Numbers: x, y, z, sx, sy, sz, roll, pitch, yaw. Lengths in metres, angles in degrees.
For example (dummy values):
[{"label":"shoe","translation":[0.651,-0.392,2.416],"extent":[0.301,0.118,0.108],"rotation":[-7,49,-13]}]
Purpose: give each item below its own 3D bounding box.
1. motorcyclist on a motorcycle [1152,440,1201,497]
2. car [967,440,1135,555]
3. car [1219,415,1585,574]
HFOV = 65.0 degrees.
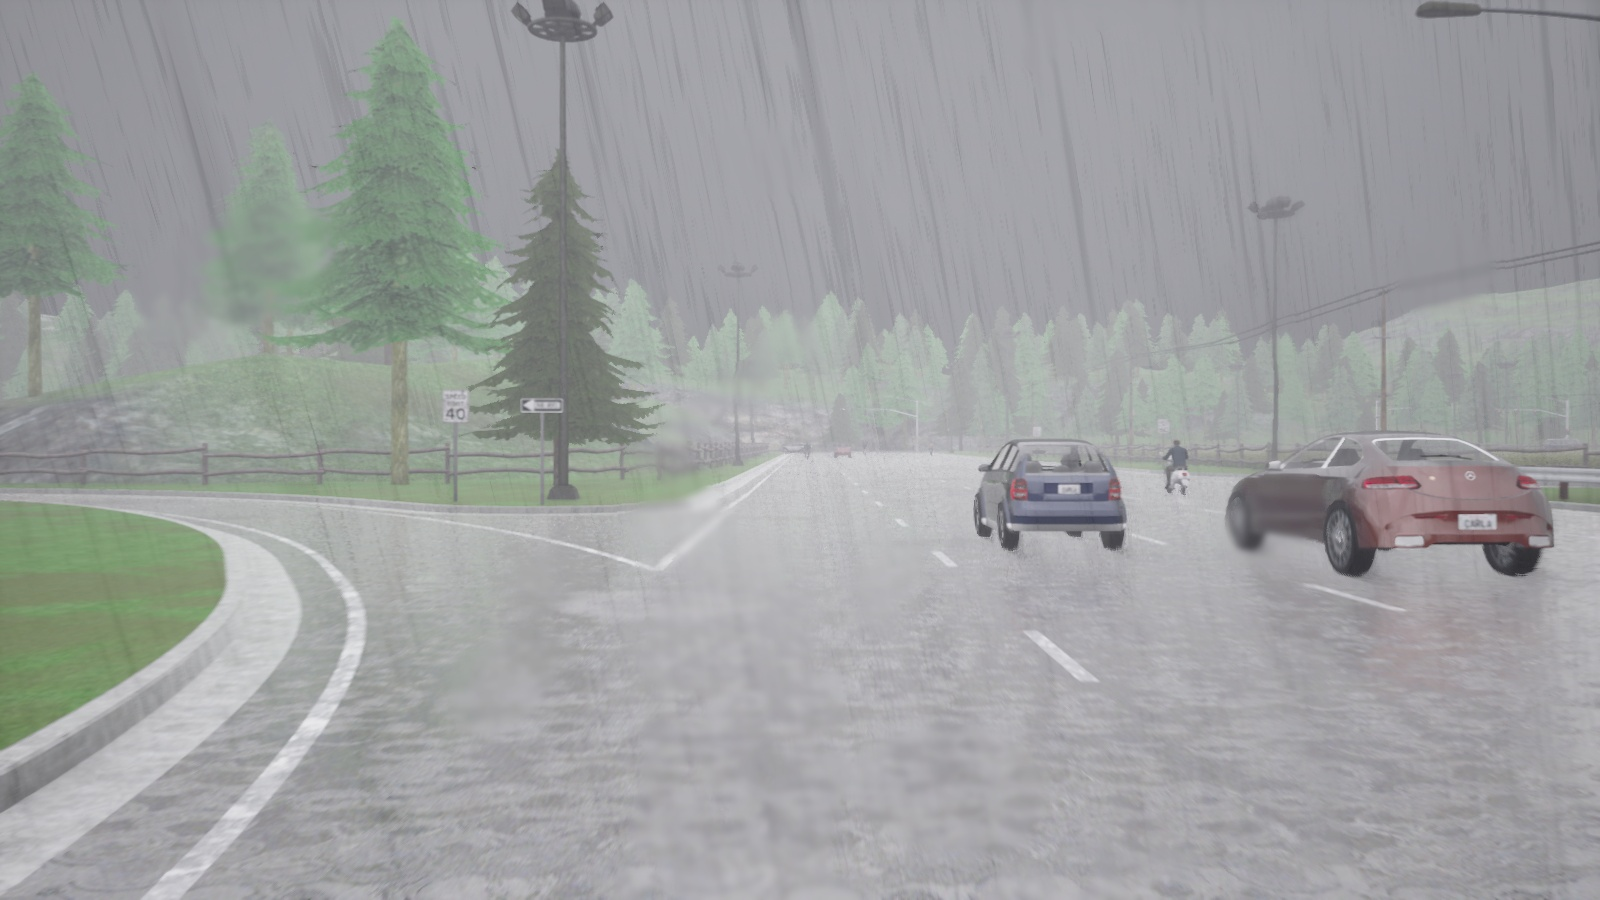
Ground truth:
[{"label":"motorcyclist on a motorcycle","translation":[10.719,0.508,35.822],"extent":[0.866,1.590,1.817],"rotation":[0,0,0]},{"label":"car","translation":[3.622,0.623,18.744],"extent":[1.789,1.549,3.705],"rotation":[0,0,0]},{"label":"car","translation":[7.104,0.444,15.584],"extent":[2.152,1.651,5.027],"rotation":[0,0,0]}]
